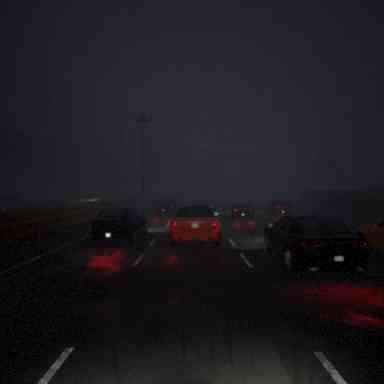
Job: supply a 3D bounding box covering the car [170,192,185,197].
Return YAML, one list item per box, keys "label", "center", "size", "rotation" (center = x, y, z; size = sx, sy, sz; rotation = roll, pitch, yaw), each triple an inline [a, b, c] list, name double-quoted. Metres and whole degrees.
- label: "car"
  center: [-3.323, 1.072, 71.261]
  size: [2.150, 2.045, 5.566]
  rotation: [0, 0, 21]

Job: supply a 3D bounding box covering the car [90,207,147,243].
- label: "car"
  center: [-3.346, 1.474, 15.825]
  size: [1.837, 1.490, 4.892]
  rotation: [0, 0, 1]

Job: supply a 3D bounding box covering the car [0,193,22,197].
- label: "car"
  center: [-19.838, 1.150, 34.429]
  size: [2.150, 2.045, 5.566]
  rotation: [0, 0, 7]

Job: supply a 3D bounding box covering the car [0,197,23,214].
- label: "car"
  center: [-16.663, 1.484, 31.487]
  size: [2.033, 1.411, 5.357]
  rotation: [0, 0, 6]

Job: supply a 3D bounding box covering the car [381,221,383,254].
- label: "car"
  center: [7.106, 1.460, 10.584]
  size: [1.882, 1.535, 5.008]
  rotation: [0, 0, 0]

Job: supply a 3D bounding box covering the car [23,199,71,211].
- label: "car"
  center: [-13.135, 1.429, 31.159]
  size: [2.128, 1.511, 4.902]
  rotation: [0, 0, 6]

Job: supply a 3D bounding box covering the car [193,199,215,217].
- label: "car"
  center: [1.233, 1.466, 32.111]
  size: [1.812, 1.442, 4.674]
  rotation: [0, 0, 7]

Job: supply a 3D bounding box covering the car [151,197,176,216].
- label: "car"
  center: [-2.296, 1.465, 32.067]
  size: [1.812, 1.442, 4.674]
  rotation: [0, 0, 7]

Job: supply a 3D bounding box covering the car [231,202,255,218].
- label: "car"
  center: [4.431, 1.547, 29.494]
  size: [1.895, 1.301, 4.718]
  rotation: [0, 0, 6]

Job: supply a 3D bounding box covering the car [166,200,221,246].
- label: "car"
  center: [0.152, 1.324, 15.221]
  size: [2.097, 1.767, 4.553]
  rotation: [0, 0, 1]

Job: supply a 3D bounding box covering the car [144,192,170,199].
- label: "car"
  center: [-7.365, 1.091, 70.569]
  size: [2.150, 2.045, 5.566]
  rotation: [0, 0, 21]

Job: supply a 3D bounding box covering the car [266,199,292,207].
- label: "car"
  center: [8.162, 1.449, 31.161]
  size: [1.837, 1.490, 4.892]
  rotation: [0, 0, 7]

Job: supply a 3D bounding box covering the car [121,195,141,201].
- label: "car"
  center: [-13.792, 1.333, 73.352]
  size: [1.882, 1.535, 5.008]
  rotation: [0, 0, 21]

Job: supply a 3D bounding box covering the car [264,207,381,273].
- label: "car"
  center: [3.606, 1.459, 10.593]
  size: [1.882, 1.535, 5.008]
  rotation: [0, 0, 0]
